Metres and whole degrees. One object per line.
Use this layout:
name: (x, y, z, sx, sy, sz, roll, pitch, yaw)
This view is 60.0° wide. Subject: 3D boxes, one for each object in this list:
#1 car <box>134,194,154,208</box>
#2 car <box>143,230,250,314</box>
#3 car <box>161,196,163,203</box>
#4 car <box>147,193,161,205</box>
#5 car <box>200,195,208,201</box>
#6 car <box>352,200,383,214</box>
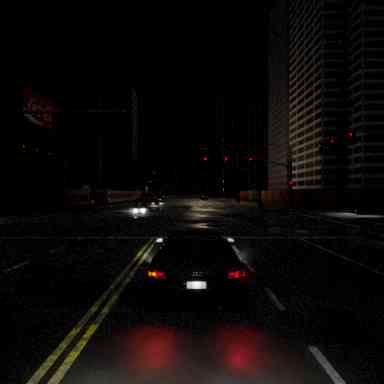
car: (-7.214, 1.491, 48.086, 2.128, 1.511, 4.902, 0, 0, 0)
car: (0.076, 1.564, 7.706, 1.994, 1.385, 4.181, 0, 0, 0)
car: (-7.184, 1.500, 69.850, 1.837, 1.490, 4.892, 0, 0, 0)
car: (-7.228, 1.222, 58.819, 2.150, 2.045, 5.566, 0, 0, 0)
car: (3.268, 1.525, 87.544, 2.128, 1.511, 4.902, 0, 0, 0)
car: (19.626, 1.547, 34.492, 5.357, 1.411, 2.033, 0, 0, 0)
